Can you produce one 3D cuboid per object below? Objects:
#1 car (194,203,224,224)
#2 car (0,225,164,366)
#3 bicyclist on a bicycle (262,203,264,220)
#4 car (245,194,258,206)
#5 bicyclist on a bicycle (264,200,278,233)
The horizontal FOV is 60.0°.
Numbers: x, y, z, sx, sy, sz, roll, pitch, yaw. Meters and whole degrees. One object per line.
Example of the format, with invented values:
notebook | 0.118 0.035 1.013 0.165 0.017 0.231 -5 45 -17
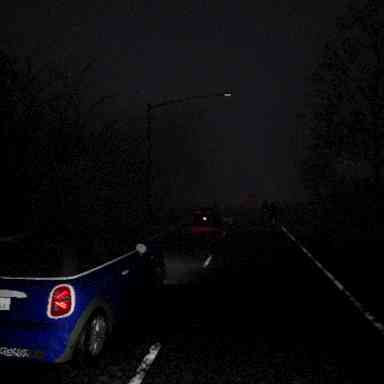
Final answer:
car | 1.307 1.593 25.444 1.837 1.490 4.892 0 0 10
car | -1.984 1.378 6.137 2.097 1.767 4.553 0 0 10
bicyclist on a bicycle | 6.180 1.540 28.027 0.582 1.620 1.656 0 -1 10
car | 10.771 1.418 60.138 2.150 2.045 5.566 0 0 9
bicyclist on a bicycle | 4.699 1.430 19.342 0.659 1.776 1.843 0 0 10
